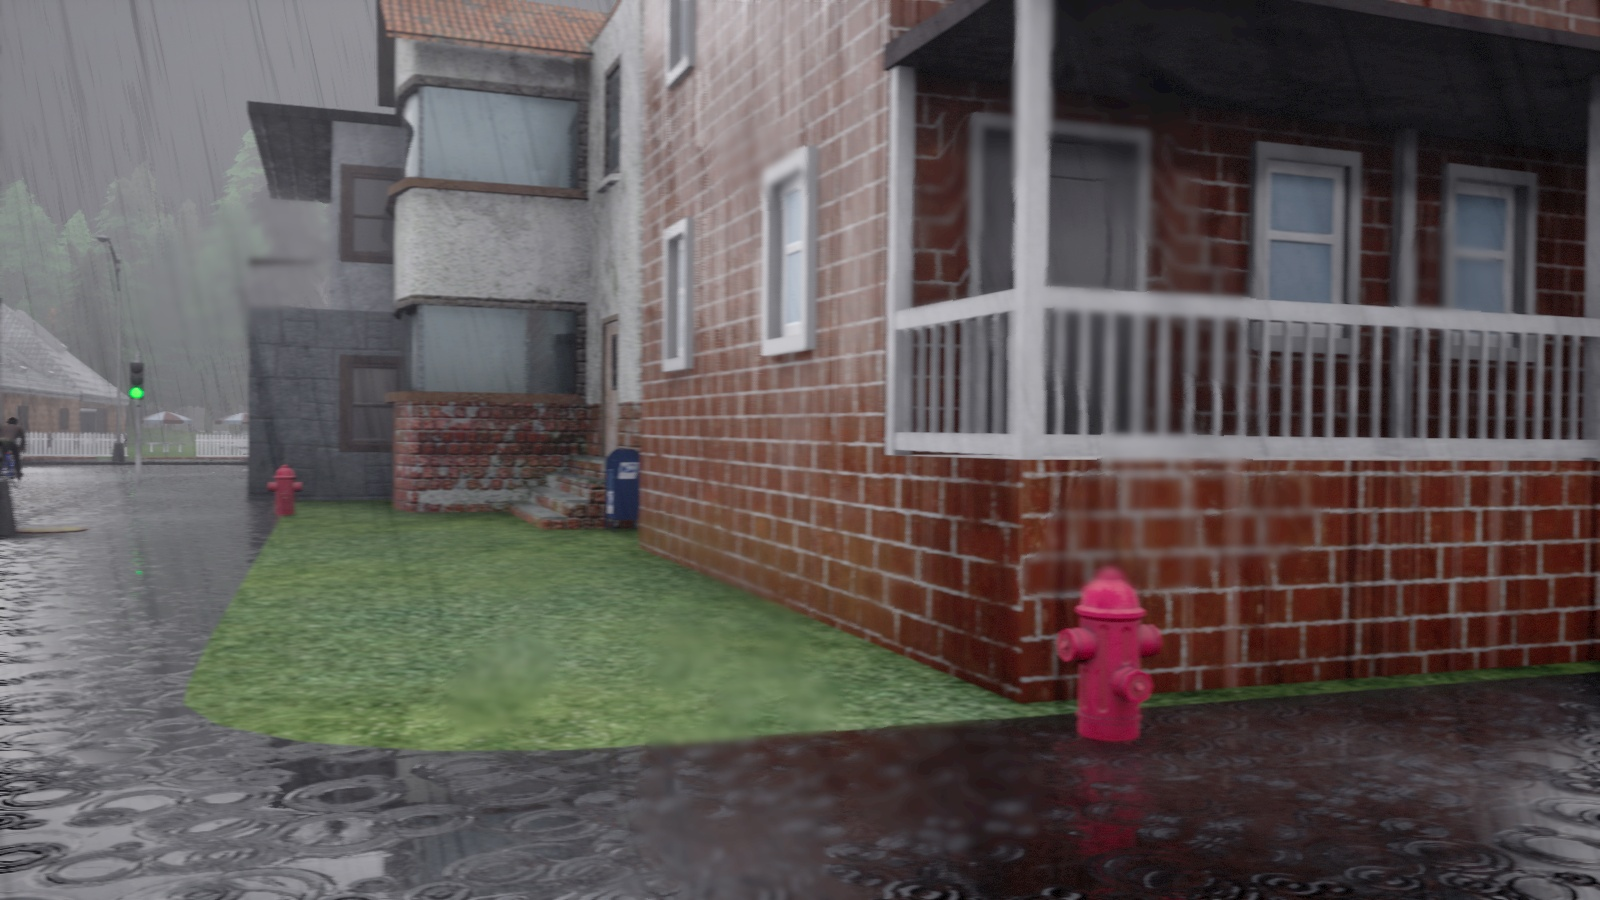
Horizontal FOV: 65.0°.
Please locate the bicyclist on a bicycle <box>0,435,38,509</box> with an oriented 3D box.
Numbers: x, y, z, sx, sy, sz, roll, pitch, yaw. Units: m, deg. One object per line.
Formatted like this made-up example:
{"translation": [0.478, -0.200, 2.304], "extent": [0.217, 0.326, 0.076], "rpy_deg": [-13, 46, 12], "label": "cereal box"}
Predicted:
{"translation": [-17.655, 0.474, 28.233], "extent": [0.582, 1.620, 1.656], "rpy_deg": [-1, 1, -20], "label": "bicyclist on a bicycle"}
